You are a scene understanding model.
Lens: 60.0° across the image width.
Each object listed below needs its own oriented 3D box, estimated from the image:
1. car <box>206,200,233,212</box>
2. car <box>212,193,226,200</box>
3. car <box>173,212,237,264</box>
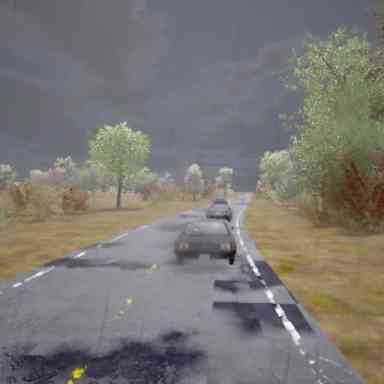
[{"bbox_3d":[2.318,1.594,27.496,1.994,1.385,4.181,0,0,9],"label":"car"},{"bbox_3d":[4.911,1.260,59.467,2.150,2.045,5.566,0,0,11],"label":"car"},{"bbox_3d":[0.565,1.618,11.944,1.895,1.301,4.718,0,0,5],"label":"car"}]
